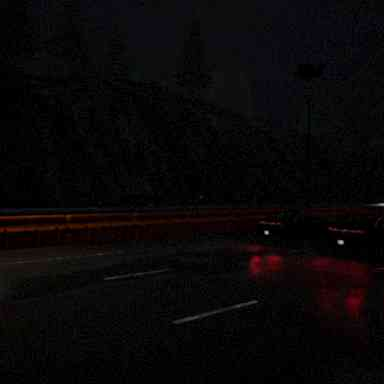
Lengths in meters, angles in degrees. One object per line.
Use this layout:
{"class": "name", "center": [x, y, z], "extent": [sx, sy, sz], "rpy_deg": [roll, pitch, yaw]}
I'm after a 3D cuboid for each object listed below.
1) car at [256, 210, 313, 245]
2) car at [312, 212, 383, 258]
{"class": "car", "center": [5.317, 1.635, 16.342], "extent": [4.902, 1.511, 2.128], "rpy_deg": [1, 0, -36]}
{"class": "car", "center": [7.384, 1.635, 13.517], "extent": [4.902, 1.511, 2.128], "rpy_deg": [1, 0, -36]}
